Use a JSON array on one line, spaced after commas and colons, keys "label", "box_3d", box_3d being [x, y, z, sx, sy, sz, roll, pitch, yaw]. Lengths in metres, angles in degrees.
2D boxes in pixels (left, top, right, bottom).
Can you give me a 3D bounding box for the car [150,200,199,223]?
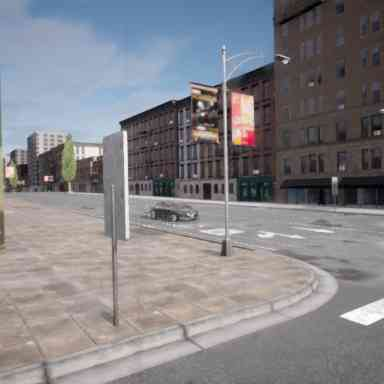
[{"label": "car", "box_3d": [-1.412, 1.362, 24.735, 1.837, 1.490, 4.892, -2, 2, -36]}]
